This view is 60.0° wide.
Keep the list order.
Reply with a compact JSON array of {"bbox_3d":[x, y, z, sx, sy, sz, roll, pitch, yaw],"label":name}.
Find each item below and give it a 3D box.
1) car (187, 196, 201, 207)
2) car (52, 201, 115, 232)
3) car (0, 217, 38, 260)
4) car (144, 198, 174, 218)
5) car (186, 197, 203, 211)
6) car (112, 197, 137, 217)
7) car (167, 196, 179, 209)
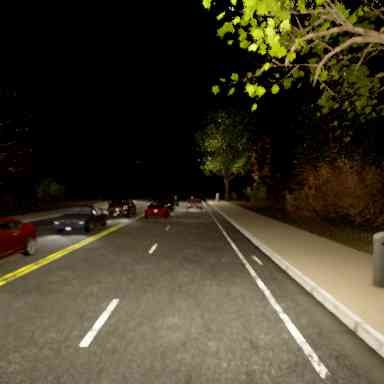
[{"bbox_3d":[0.371,1.388,49.600,1.994,1.385,4.181,0,0,1],"label":"car"},{"bbox_3d":[-6.444,1.518,20.024,2.033,1.411,5.357,0,0,1],"label":"car"},{"bbox_3d":[-6.524,1.533,10.391,1.812,1.442,4.674,0,0,0],"label":"car"},{"bbox_3d":[-2.938,1.489,29.054,1.994,1.385,4.181,0,0,0],"label":"car"},{"bbox_3d":[0.289,1.473,39.284,1.895,1.301,4.718,0,0,0],"label":"car"},{"bbox_3d":[-6.365,1.282,29.912,2.097,1.767,4.553,0,0,1],"label":"car"},{"bbox_3d":[-2.962,1.429,39.037,2.033,1.411,5.357,0,0,0],"label":"car"}]
